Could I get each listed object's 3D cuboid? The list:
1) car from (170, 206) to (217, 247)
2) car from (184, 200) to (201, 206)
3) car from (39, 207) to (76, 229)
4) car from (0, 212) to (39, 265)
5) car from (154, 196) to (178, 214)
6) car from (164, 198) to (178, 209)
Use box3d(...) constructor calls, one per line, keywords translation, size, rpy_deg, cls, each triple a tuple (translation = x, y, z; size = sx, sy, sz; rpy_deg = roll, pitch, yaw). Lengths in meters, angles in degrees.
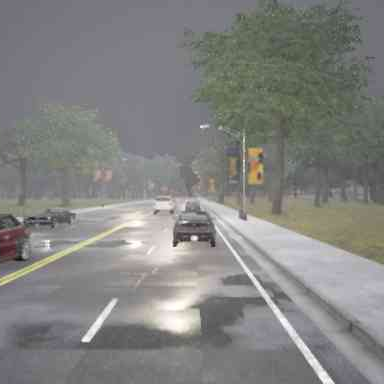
box3d(translation=(0.098, 1.599, 15.587), size=(1.837, 1.490, 4.892), rpy_deg=(0, 0, 0), cls="car")
box3d(translation=(0.098, 1.750, 41.769), size=(2.128, 1.511, 4.902), rpy_deg=(0, 0, 0), cls="car")
box3d(translation=(-9.751, 1.743, 23.165), size=(1.895, 1.301, 4.718), rpy_deg=(0, 0, 0), cls="car")
box3d(translation=(-6.507, 1.406, 9.369), size=(2.097, 1.767, 4.553), rpy_deg=(0, 0, 0), cls="car")
box3d(translation=(-3.176, 1.463, 38.805), size=(2.150, 2.045, 5.566), rpy_deg=(0, 0, 0), cls="car")
box3d(translation=(-3.251, 1.804, 52.510), size=(1.882, 1.535, 5.008), rpy_deg=(0, 0, 0), cls="car")
